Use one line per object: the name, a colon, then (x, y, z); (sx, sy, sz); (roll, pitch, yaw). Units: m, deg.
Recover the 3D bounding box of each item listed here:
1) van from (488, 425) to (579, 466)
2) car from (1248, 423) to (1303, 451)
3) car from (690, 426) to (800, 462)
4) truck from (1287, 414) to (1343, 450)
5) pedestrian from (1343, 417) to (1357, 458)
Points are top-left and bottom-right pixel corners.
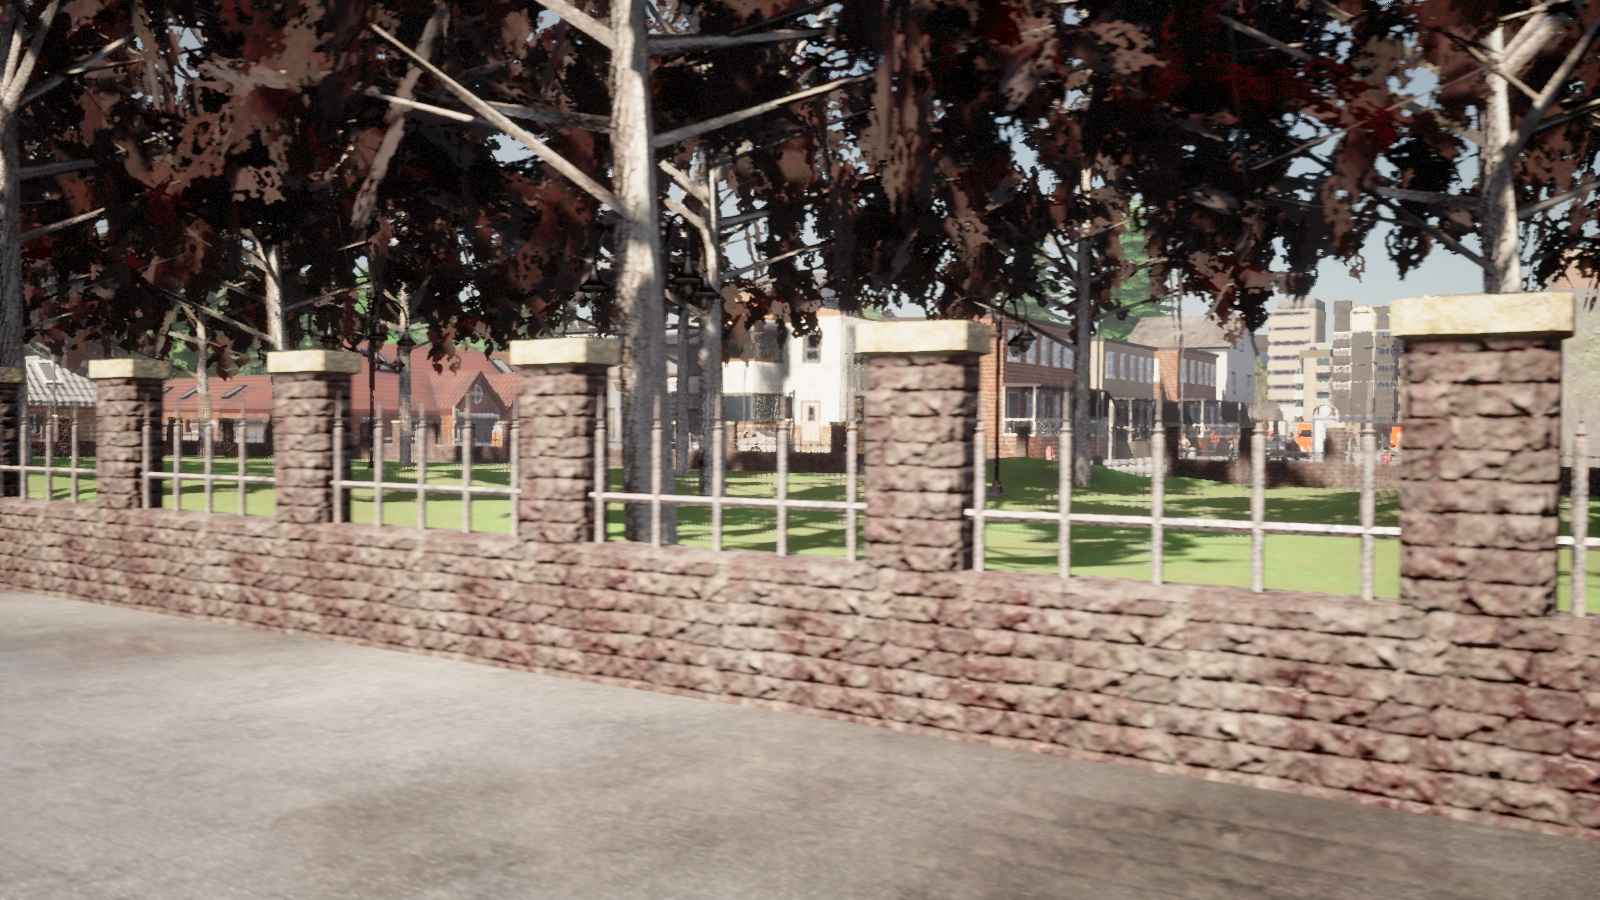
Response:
van: (-13.295, -0.250, 62.611); (4.442, 1.987, 1.775); (0, 1, 32)
car: (29.795, -0.832, 78.589); (2.152, 1.651, 5.027); (0, 1, 34)
car: (-2.673, -0.288, 60.298); (5.027, 1.651, 2.152); (0, 1, 37)
truck: (36.226, -1.287, 88.221); (2.627, 2.467, 5.204); (0, 1, 34)
pedestrian: (25.139, -0.570, 57.369); (0.614, 1.847, 0.353); (-1, 1, -39)
